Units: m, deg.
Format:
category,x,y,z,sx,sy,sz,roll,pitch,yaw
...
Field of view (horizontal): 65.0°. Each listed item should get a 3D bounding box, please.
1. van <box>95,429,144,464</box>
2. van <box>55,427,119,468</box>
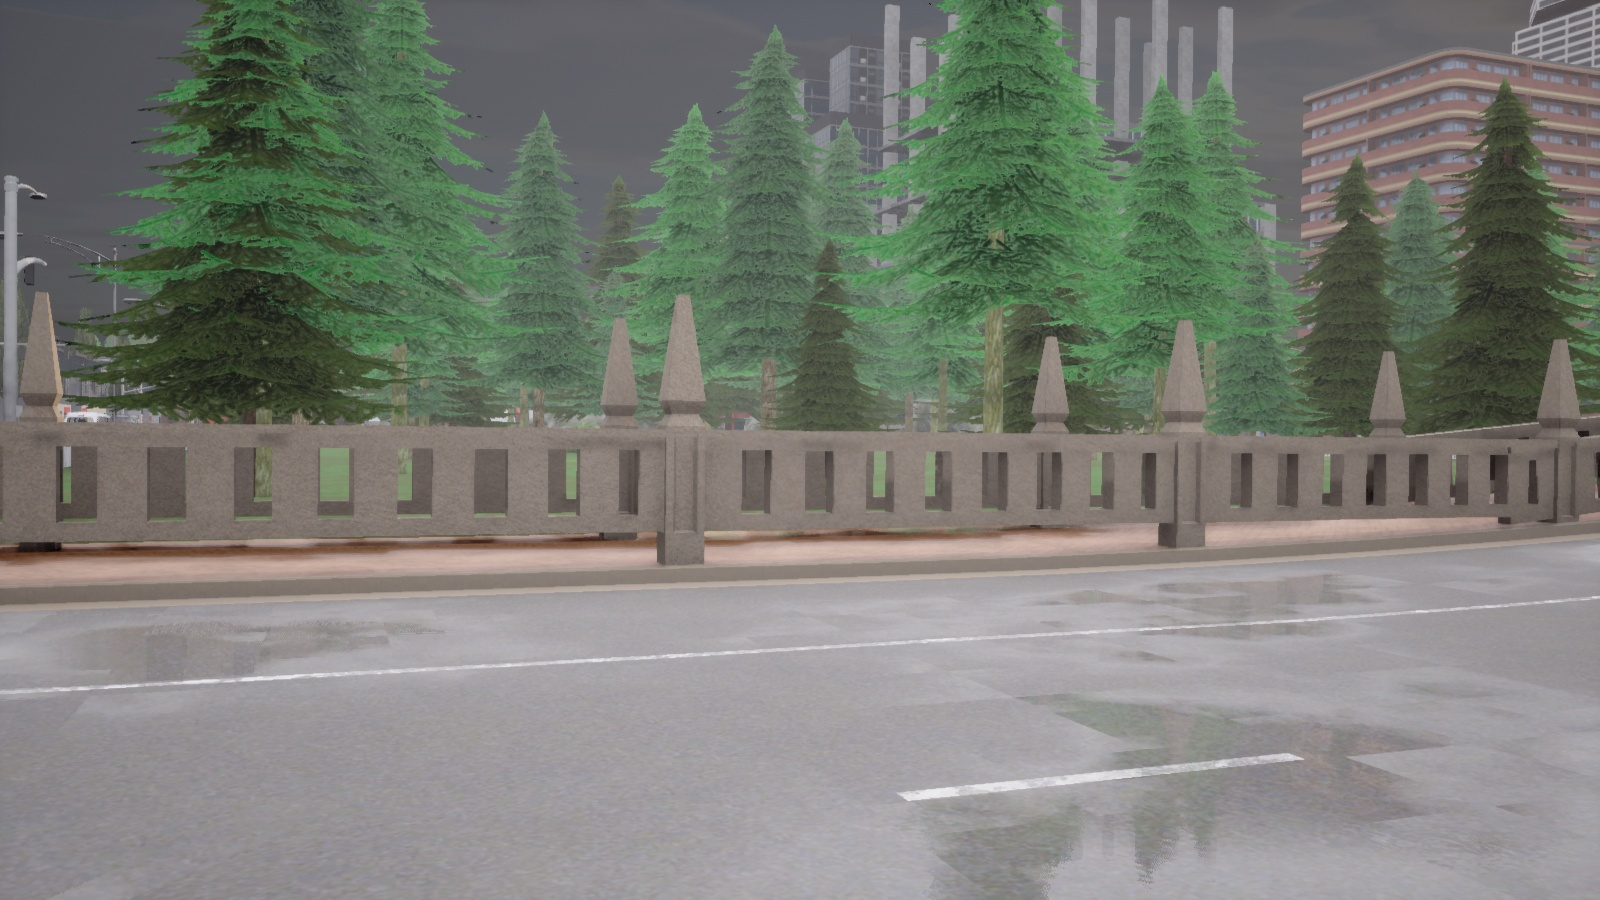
category,x,y,z,sx,sy,sz,roll,pitch,yaw
van,-39.893,-0.226,73.684,1.775,1.987,4.442,-1,1,-19
van,-37.004,-0.151,65.311,2.069,2.038,4.480,-1,1,-19
